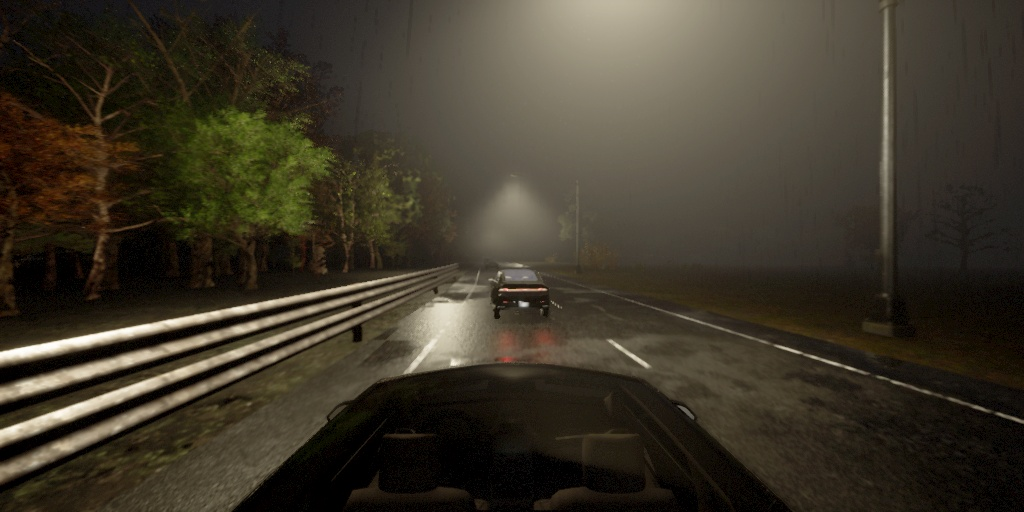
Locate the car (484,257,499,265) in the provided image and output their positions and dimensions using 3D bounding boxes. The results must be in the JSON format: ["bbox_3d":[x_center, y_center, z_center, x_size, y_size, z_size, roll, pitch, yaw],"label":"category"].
[{"bbox_3d":[-2.962,1.221,53.202,1.994,1.385,4.181,0,0,-4],"label":"car"}]

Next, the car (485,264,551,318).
[{"bbox_3d":[0.170,1.223,13.040,2.128,1.511,4.902,0,0,-4],"label":"car"}]
